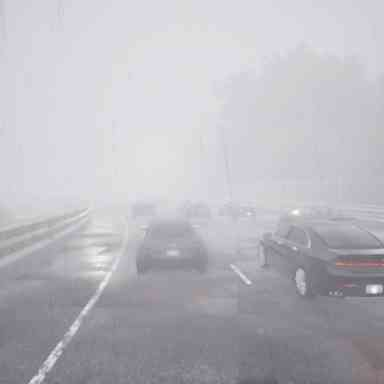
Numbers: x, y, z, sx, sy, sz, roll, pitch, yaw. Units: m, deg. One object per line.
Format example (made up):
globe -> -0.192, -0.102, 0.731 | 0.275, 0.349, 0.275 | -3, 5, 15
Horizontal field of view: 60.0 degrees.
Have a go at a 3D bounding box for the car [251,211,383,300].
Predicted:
car -> 3.052, 1.461, 8.303 | 1.837, 1.490, 4.892 | 0, 0, -4

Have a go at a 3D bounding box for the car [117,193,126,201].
car -> -16.746, 1.102, 79.255 | 2.097, 1.767, 4.553 | 0, 0, -9

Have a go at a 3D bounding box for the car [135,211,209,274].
car -> -0.687, 1.524, 10.499 | 1.994, 1.385, 4.181 | 0, 0, -6

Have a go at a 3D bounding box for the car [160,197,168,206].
car -> -5.090, 1.385, 49.782 | 1.994, 1.385, 4.181 | 0, 0, -24

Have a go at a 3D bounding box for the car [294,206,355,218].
car -> 5.732, 1.409, 15.750 | 2.128, 1.511, 4.902 | 0, 0, -10

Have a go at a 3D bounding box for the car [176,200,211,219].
car -> 0.020, 1.388, 26.133 | 2.128, 1.511, 4.902 | 0, 0, -14

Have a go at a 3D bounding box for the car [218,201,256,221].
car -> 3.553, 1.409, 26.360 | 1.812, 1.442, 4.674 | 0, 0, -14

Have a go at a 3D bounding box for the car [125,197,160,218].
car -> -4.344, 1.379, 28.778 | 1.882, 1.535, 5.008 | 0, 0, -16
